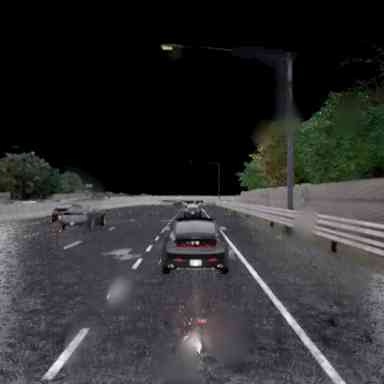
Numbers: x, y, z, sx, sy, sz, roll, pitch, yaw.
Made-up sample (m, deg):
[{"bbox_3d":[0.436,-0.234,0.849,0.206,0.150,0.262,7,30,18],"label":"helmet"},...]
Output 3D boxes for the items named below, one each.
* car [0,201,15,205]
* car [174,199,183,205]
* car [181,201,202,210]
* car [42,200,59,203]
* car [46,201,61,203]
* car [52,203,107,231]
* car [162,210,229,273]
[{"bbox_3d":[-31.546,2.183,55.609,2.128,1.511,4.902,0,-1,0],"label":"car"},{"bbox_3d":[-3.536,2.570,86.525,2.097,1.767,4.553,0,-1,0],"label":"car"},{"bbox_3d":[0.086,1.852,34.310,1.812,1.442,4.674,0,-1,0],"label":"car"},{"bbox_3d":[-21.085,1.940,49.633,2.097,1.767,4.553,0,-1,0],"label":"car"},{"bbox_3d":[-10.412,1.744,28.666,1.837,1.490,4.892,0,-1,0],"label":"car"},{"bbox_3d":[-6.909,1.640,21.610,2.128,1.511,4.902,0,-1,0],"label":"car"},{"bbox_3d":[0.095,1.554,10.837,1.837,1.490,4.892,0,0,0],"label":"car"}]
